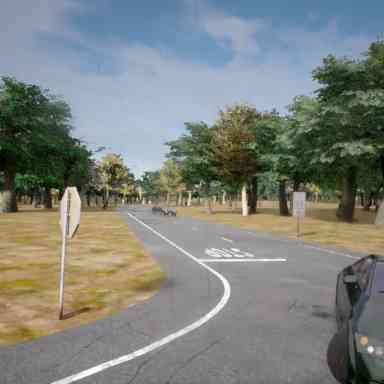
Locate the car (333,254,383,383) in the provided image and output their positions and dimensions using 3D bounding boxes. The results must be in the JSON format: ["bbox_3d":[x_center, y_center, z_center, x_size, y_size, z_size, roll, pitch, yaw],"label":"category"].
[{"bbox_3d":[3.137,1.643,4.667,1.994,1.385,4.181,1,-1,22],"label":"car"}]

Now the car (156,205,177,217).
[{"bbox_3d":[-3.514,2.849,48.061,1.895,1.301,4.718,3,-2,-13],"label":"car"}]

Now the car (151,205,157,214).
[{"bbox_3d":[-5.783,2.960,56.904,1.882,1.535,5.008,3,-2,-14],"label":"car"}]
